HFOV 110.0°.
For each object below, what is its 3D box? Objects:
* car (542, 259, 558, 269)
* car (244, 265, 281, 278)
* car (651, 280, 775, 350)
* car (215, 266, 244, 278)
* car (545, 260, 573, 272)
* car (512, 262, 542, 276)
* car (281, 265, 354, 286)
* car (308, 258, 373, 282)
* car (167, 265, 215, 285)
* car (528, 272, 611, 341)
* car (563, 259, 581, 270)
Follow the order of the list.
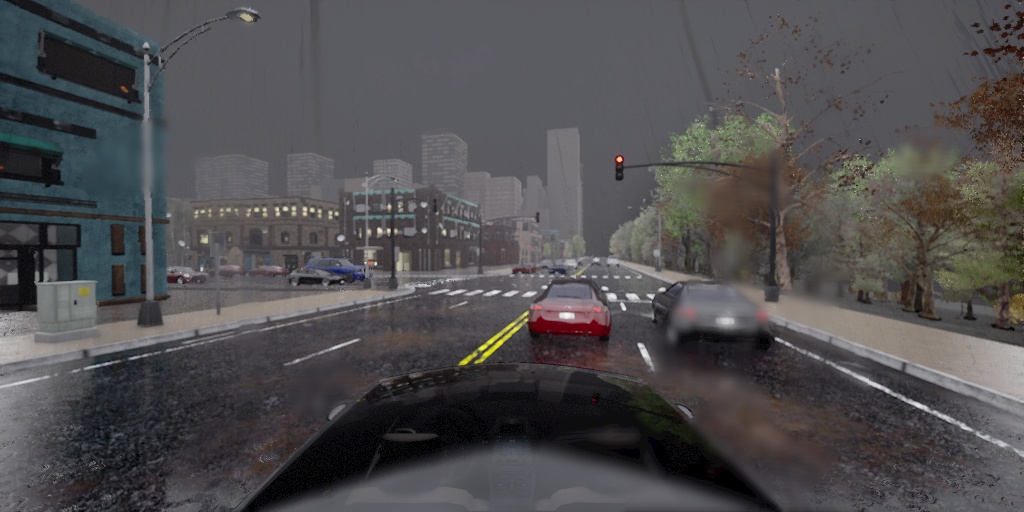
[{"bbox_3d":[5.088,1.261,51.665,1.837,1.490,4.892,0,1,14],"label":"car"},{"bbox_3d":[-26.114,1.665,38.642,4.207,1.307,1.802,0,0,14],"label":"car"},{"bbox_3d":[4.874,1.317,9.283,1.994,1.385,4.181,0,0,14],"label":"car"},{"bbox_3d":[-31.488,1.727,39.963,4.207,1.307,1.802,0,0,14],"label":"car"},{"bbox_3d":[4.933,1.360,37.351,1.895,1.301,4.718,0,0,14],"label":"car"},{"bbox_3d":[1.480,1.360,38.203,1.895,1.301,4.718,0,0,18],"label":"car"},{"bbox_3d":[-14.663,1.572,27.075,4.313,1.339,1.948,0,0,14],"label":"car"},{"bbox_3d":[-14.380,1.204,29.790,5.566,2.045,2.150,0,0,14],"label":"car"},{"bbox_3d":[-28.111,1.603,30.503,4.097,1.591,1.967,0,0,14],"label":"car"},{"bbox_3d":[1.713,1.317,10.041,1.994,1.385,4.181,0,0,14],"label":"car"},{"bbox_3d":[8.670,1.286,52.572,1.812,1.442,4.674,0,0,13],"label":"car"}]
